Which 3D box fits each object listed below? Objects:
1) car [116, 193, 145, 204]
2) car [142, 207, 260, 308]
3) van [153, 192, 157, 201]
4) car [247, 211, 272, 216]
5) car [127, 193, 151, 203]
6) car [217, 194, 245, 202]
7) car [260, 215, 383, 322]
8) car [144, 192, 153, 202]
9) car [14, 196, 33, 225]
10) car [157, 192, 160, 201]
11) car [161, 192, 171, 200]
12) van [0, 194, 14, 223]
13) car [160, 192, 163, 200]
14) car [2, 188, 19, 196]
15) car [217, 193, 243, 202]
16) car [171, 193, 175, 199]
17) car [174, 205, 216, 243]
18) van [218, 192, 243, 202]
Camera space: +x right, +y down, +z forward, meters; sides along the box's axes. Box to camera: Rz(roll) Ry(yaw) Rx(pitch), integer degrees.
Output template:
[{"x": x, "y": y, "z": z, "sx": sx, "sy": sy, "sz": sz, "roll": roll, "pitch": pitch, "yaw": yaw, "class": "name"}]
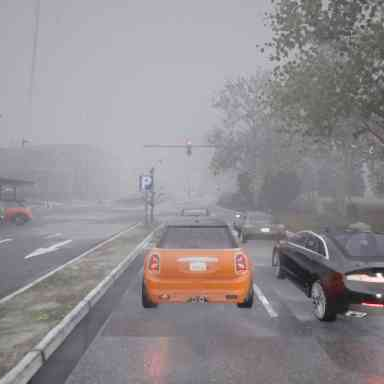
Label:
[{"x": -11.503, "y": 1.357, "z": 60.997, "sx": 4.792, "sy": 1.488, "sz": 2.163, "roll": -1, "pitch": 0, "yaw": -15, "class": "car"}, {"x": 0.104, "y": 1.363, "z": 8.094, "sx": 2.097, "sy": 1.767, "sz": 4.553, "roll": 0, "pitch": 0, "yaw": 0, "class": "car"}, {"x": -10.308, "y": 1.091, "z": 69.983, "sx": 4.442, "sy": 1.987, "sz": 1.878, "roll": -1, "pitch": 0, "yaw": -14, "class": "van"}, {"x": 3.144, "y": 1.587, "z": 16.129, "sx": 1.994, "sy": 1.385, "sz": 4.181, "roll": 0, "pitch": 0, "yaw": 1, "class": "car"}, {"x": -10.770, "y": 1.194, "z": 66.942, "sx": 4.553, "sy": 1.767, "sz": 2.185, "roll": -1, "pitch": 0, "yaw": -14, "class": "car"}, {"x": 8.136, "y": 1.262, "z": 69.574, "sx": 5.366, "sy": 1.575, "sz": 1.946, "roll": 1, "pitch": 0, "yaw": -13, "class": "car"}, {"x": 3.102, "y": 1.501, "z": 7.217, "sx": 2.128, "sy": 1.511, "sz": 4.902, "roll": 0, "pitch": 0, "yaw": 0, "class": "car"}, {"x": -10.861, "y": 1.314, "z": 63.990, "sx": 5.366, "sy": 1.575, "sz": 1.946, "roll": -1, "pitch": 0, "yaw": -15, "class": "car"}, {"x": -13.650, "y": 1.402, "z": 23.189, "sx": 4.553, "sy": 1.767, "sz": 2.185, "roll": -1, "pitch": 0, "yaw": -19, "class": "car"}, {"x": -10.083, "y": 1.320, "z": 72.954, "sx": 4.892, "sy": 1.521, "sz": 2.231, "roll": -1, "pitch": 0, "yaw": -14, "class": "car"}, {"x": -8.534, "y": 1.356, "z": 84.935, "sx": 4.674, "sy": 1.452, "sz": 2.002, "roll": -1, "pitch": 0, "yaw": -12, "class": "car"}, {"x": -13.622, "y": 1.296, "z": 20.211, "sx": 4.442, "sy": 1.987, "sz": 1.878, "roll": -1, "pitch": 0, "yaw": -20, "class": "van"}, {"x": -9.713, "y": 1.358, "z": 75.950, "sx": 4.674, "sy": 1.452, "sz": 2.002, "roll": -1, "pitch": 0, "yaw": -13, "class": "car"}, {"x": -28.215, "y": 0.135, "z": 51.850, "sx": 2.002, "sy": 1.452, "sz": 4.674, "roll": 6, "pitch": -3, "yaw": -19, "class": "car"}, {"x": 7.603, "y": 1.140, "z": 66.580, "sx": 4.553, "sy": 1.767, "sz": 2.185, "roll": 1, "pitch": 0, "yaw": -14, "class": "car"}, {"x": -8.087, "y": 1.063, "z": 87.941, "sx": 5.566, "sy": 2.045, "sz": 2.435, "roll": -1, "pitch": 0, "yaw": -12, "class": "car"}, {"x": 0.154, "y": 1.531, "z": 17.179, "sx": 1.837, "sy": 1.490, "sz": 4.892, "roll": 0, "pitch": 0, "yaw": 1, "class": "car"}, {"x": 7.222, "y": 1.041, "z": 63.610, "sx": 4.442, "sy": 1.987, "sz": 1.878, "roll": 1, "pitch": 0, "yaw": -14, "class": "van"}]
